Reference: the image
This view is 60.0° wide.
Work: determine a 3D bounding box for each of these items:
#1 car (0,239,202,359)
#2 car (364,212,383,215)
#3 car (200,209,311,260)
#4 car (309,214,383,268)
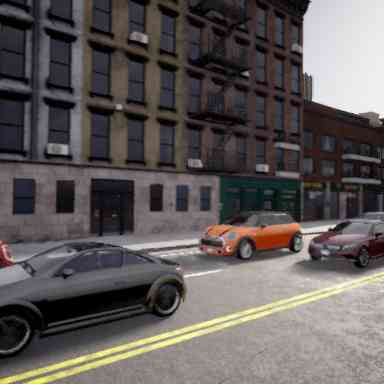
[{"bbox_3d":[-2.133,1.660,6.160,4.181,1.385,1.994,1,-1,-37],"label":"car"},{"bbox_3d":[11.085,1.922,19.912,5.357,1.411,2.033,1,-1,-36],"label":"car"},{"bbox_3d":[2.478,1.590,13.598,4.553,1.767,2.097,1,-1,-36],"label":"car"},{"bbox_3d":[6.264,1.758,12.349,4.674,1.442,1.812,1,-1,-36],"label":"car"}]
